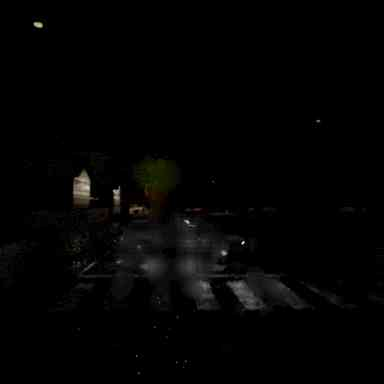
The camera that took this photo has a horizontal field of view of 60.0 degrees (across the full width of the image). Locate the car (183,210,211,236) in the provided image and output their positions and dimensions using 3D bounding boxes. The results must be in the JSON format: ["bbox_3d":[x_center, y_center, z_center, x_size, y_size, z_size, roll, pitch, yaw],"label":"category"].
[{"bbox_3d":[0.581,2.285,24.060,1.837,1.490,4.892,1,-2,-3],"label":"car"}]

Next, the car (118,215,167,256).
[{"bbox_3d":[-2.211,1.994,15.358,1.812,1.442,4.674,1,-2,-5],"label":"car"}]

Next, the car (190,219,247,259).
[{"bbox_3d":[1.099,2.075,14.760,1.895,1.301,4.718,1,-2,-3],"label":"car"}]

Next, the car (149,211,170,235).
[{"bbox_3d":[-2.659,2.319,24.081,1.994,1.385,4.181,0,-2,-1],"label":"car"}]

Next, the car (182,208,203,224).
[{"bbox_3d":[-0.044,2.723,35.550,1.994,1.385,4.181,1,-2,-3],"label":"car"}]

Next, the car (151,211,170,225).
[{"bbox_3d":[-3.293,2.726,35.302,1.895,1.301,4.718,1,-2,-4],"label":"car"}]
